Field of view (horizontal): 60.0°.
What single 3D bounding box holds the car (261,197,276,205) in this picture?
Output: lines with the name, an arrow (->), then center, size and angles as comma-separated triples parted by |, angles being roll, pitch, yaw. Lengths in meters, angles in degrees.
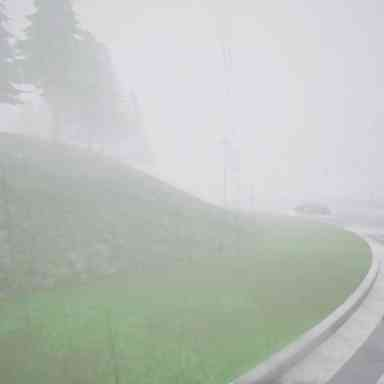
car -> 15.980, 2.014, 72.516 | 1.882, 1.535, 5.008 | 0, 0, -6

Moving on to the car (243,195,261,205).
car -> 12.494, 1.764, 72.198 | 2.150, 2.045, 5.566 | 0, 0, -6

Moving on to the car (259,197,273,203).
car -> 18.421, 1.958, 83.234 | 1.837, 1.490, 4.892 | 0, 0, -6

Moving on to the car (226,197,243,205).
car -> 8.970, 2.100, 72.260 | 1.994, 1.385, 4.181 | 0, 0, -6

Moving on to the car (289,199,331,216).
car -> 12.757, 1.809, 35.640 | 2.033, 1.411, 5.357 | 0, 0, -6

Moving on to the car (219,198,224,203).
car -> 7.968, 2.063, 82.244 | 1.895, 1.301, 4.718 | 0, 0, -6

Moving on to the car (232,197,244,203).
car -> 11.456, 1.988, 82.534 | 1.812, 1.442, 4.674 | 0, 0, -6

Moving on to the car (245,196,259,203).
car -> 14.941, 1.816, 82.855 | 2.097, 1.767, 4.553 | 0, 0, -6

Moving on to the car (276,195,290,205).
car -> 19.459, 1.759, 72.897 | 2.150, 2.045, 5.566 | 0, 0, -6
